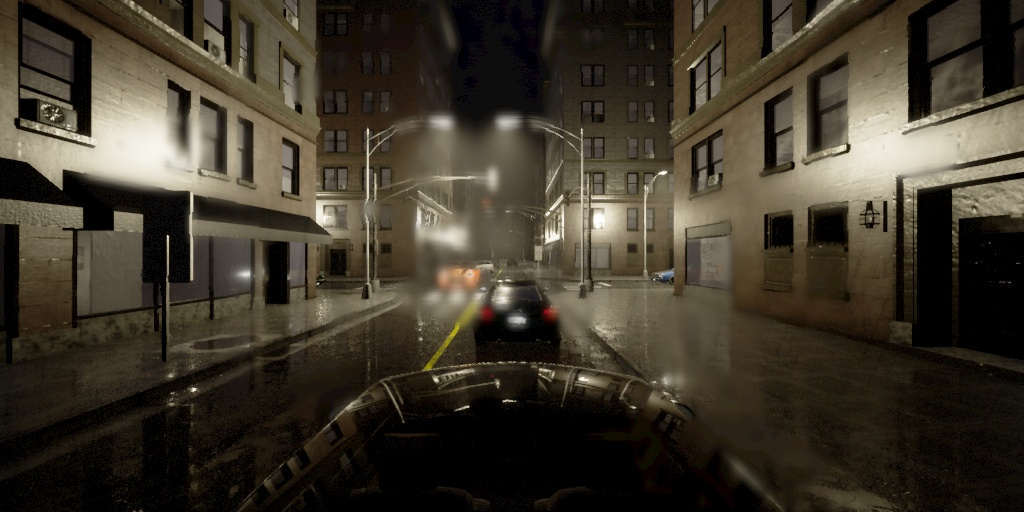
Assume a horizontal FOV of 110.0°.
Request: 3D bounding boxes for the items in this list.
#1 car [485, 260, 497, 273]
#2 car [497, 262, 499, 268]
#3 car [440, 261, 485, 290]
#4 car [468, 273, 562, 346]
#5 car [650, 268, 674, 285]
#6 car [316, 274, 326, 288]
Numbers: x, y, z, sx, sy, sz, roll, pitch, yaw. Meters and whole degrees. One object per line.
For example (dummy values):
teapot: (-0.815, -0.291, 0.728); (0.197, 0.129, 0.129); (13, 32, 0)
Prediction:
car: (-3.103, 1.273, 41.288); (1.812, 1.442, 4.674); (0, 0, 0)
car: (-3.089, 1.286, 58.812); (2.033, 1.411, 5.357); (0, 0, 0)
car: (-3.102, 1.102, 22.418); (2.097, 1.767, 4.553); (0, 0, 0)
car: (0.114, 1.314, 9.458); (1.994, 1.385, 4.181); (0, 0, -1)
car: (12.613, 1.261, 25.119); (5.357, 1.411, 2.033); (0, 0, 0)
car: (-14.028, 1.387, 21.829); (4.718, 1.301, 1.895); (0, 0, 0)
